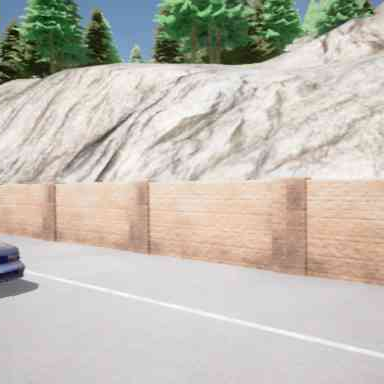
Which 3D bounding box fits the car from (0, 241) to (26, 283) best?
[{"bbox_3d":[-6.195,1.452,7.986,5.357,1.411,2.033,0,1,34],"label":"car"}]
